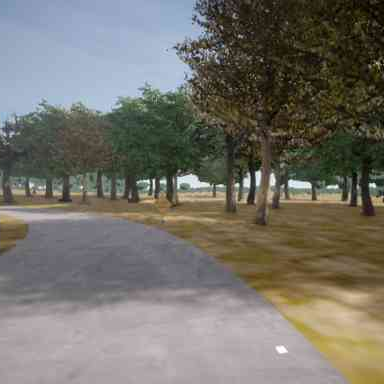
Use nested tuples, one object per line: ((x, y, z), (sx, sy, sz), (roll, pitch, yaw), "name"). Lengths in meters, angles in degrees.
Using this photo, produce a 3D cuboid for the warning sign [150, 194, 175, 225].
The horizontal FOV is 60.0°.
((-1.882, 1.095, 21.146), (1.300, 1.860, 1.060), (-1, -1, -24), "warning sign")
